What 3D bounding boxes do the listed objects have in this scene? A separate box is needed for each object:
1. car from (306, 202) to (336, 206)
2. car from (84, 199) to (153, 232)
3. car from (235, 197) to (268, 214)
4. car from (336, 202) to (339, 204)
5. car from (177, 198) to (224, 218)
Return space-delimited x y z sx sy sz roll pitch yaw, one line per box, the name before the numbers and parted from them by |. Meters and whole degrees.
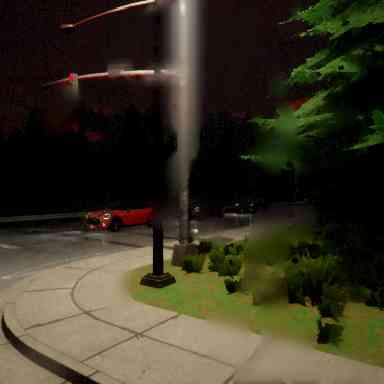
car | 16.413 1.195 42.900 2.150 2.045 5.566 0 0 36
car | -4.223 1.325 20.087 2.097 1.767 4.553 0 0 35
car | 6.377 1.325 35.330 2.097 1.767 4.553 0 0 36
car | 22.714 1.465 51.368 2.128 1.511 4.902 0 0 37
car | 0.789 1.325 27.335 2.097 1.767 4.553 0 0 35
